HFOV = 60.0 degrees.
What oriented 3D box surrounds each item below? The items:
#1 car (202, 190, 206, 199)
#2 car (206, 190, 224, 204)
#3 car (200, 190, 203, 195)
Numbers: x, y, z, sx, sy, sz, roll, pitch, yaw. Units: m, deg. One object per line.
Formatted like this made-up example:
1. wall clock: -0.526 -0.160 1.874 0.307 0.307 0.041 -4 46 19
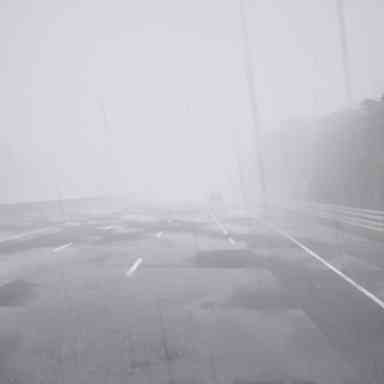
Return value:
1. car: 3.832 0.841 72.793 1.994 1.385 4.181 0 1 0
2. car: 3.736 0.787 52.591 2.150 2.045 5.566 0 1 0
3. car: 3.924 0.298 92.317 2.097 1.767 4.553 0 1 0
